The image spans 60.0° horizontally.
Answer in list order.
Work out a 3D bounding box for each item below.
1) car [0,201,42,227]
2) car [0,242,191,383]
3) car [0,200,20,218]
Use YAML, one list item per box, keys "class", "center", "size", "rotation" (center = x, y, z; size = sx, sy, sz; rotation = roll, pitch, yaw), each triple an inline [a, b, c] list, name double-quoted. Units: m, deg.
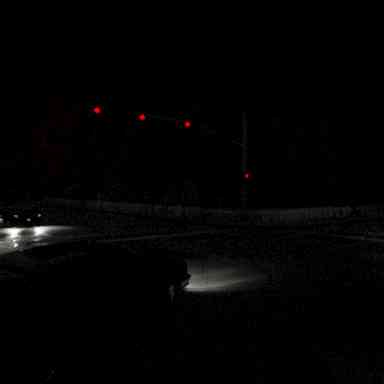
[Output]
- class: "car"
  center: [-11.968, 1.528, 23.363]
  size: [1.812, 1.442, 4.674]
  rotation: [0, 0, -37]
- class: "car"
  center: [-1.901, 1.548, 5.301]
  size: [2.033, 1.411, 5.357]
  rotation: [0, 0, 25]
- class: "car"
  center: [-17.734, 1.550, 30.996]
  size: [2.033, 1.411, 5.357]
  rotation: [0, 0, -38]
